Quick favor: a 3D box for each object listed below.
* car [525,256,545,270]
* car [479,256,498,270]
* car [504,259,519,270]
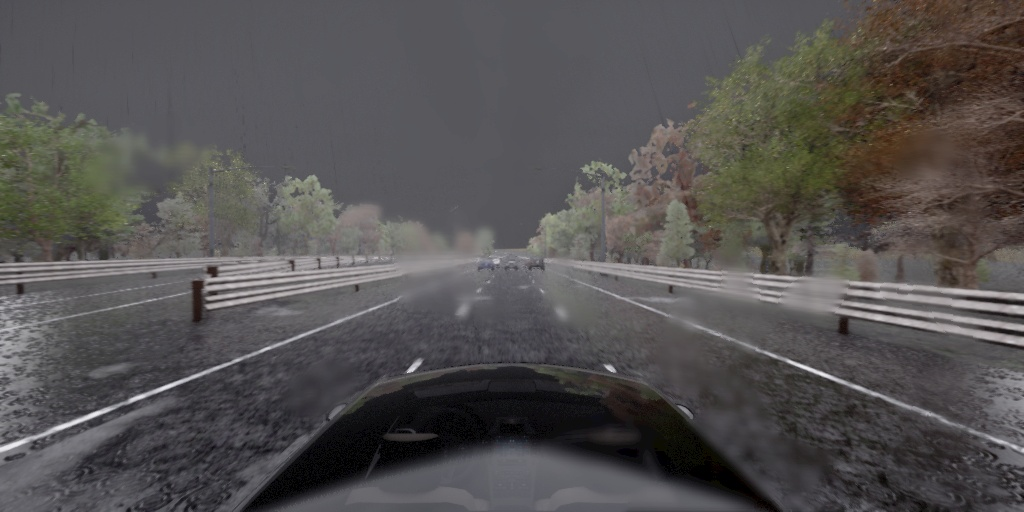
[{"bbox_3d":[3.439,0.979,51.276,2.150,2.045,5.566,0,0,0],"label":"car"},{"bbox_3d":[-3.560,1.110,51.625,2.097,1.767,4.553,0,0,0],"label":"car"},{"bbox_3d":[-0.061,1.283,51.668,1.812,1.442,4.674,0,0,0],"label":"car"}]
